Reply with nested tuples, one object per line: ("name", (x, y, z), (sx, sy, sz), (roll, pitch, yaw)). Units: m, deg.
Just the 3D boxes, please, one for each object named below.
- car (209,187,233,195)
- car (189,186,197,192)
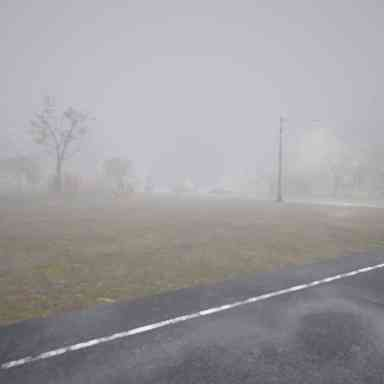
("car", (5.429, -0.197, 63.501), (2.033, 1.411, 5.357), (0, 2, -36))
("car", (-0.641, -0.659, 71.970), (1.812, 1.442, 4.674), (0, 2, -36))
